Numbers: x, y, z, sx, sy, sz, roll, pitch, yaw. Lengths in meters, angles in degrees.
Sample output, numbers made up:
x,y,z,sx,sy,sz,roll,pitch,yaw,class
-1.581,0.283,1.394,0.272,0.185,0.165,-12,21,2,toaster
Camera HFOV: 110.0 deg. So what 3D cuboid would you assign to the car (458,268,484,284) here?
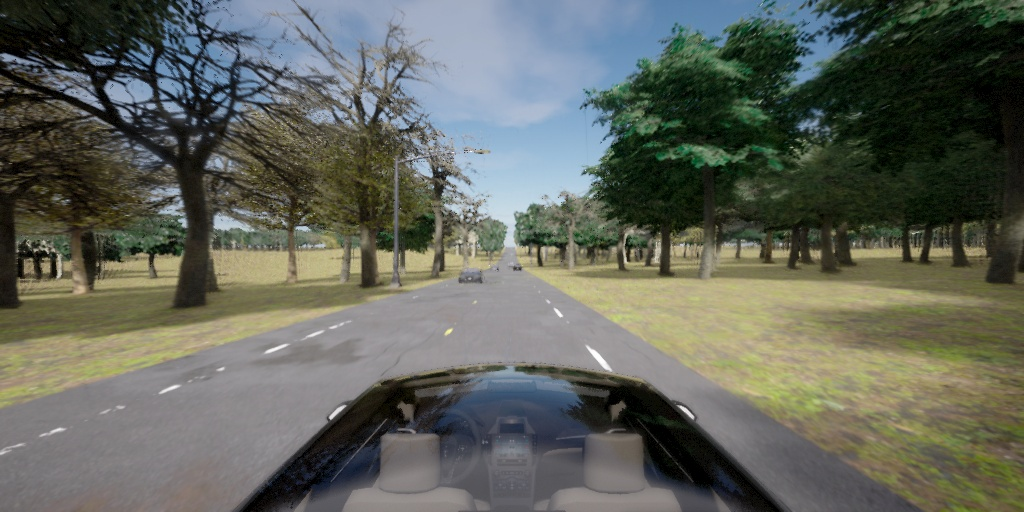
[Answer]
x,y,z,sx,sy,sz,roll,pitch,yaw,class
-3.592,1.763,32.345,1.994,1.385,4.181,0,-1,0,car
